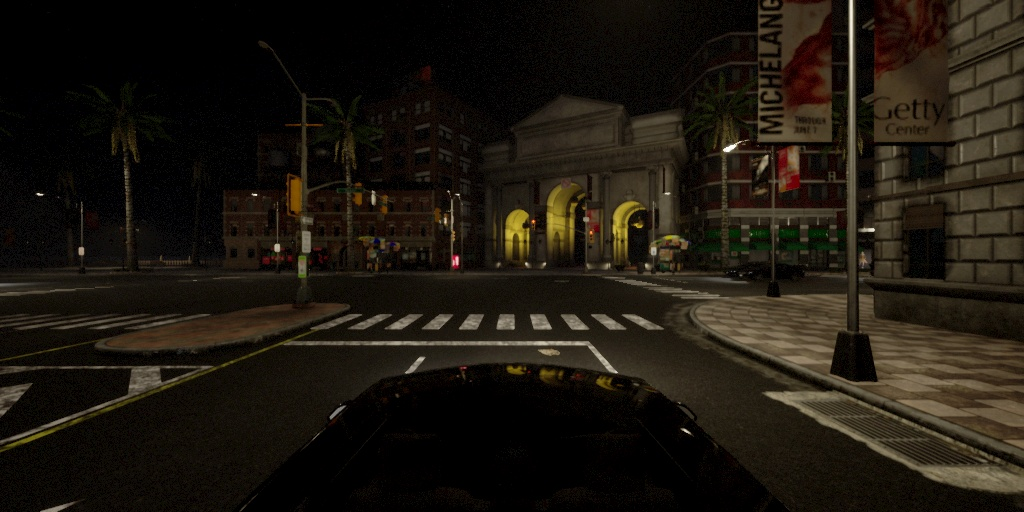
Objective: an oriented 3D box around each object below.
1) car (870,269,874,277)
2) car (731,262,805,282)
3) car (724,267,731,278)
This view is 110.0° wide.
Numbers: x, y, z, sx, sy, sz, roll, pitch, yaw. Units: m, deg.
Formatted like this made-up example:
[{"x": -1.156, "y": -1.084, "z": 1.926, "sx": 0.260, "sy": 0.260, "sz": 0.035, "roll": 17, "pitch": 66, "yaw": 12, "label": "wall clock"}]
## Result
[{"x": 34.415, "y": 1.274, "z": 31.503, "sx": 4.674, "sy": 1.442, "sz": 1.812, "roll": 0, "pitch": 0, "yaw": 3, "label": "car"}, {"x": 20.424, "y": 1.274, "z": 28.303, "sx": 4.674, "sy": 1.442, "sz": 1.812, "roll": 0, "pitch": 0, "yaw": 1, "label": "car"}, {"x": 21.499, "y": 1.255, "z": 31.776, "sx": 4.892, "sy": 1.490, "sz": 1.837, "roll": 0, "pitch": 0, "yaw": 1, "label": "car"}]
